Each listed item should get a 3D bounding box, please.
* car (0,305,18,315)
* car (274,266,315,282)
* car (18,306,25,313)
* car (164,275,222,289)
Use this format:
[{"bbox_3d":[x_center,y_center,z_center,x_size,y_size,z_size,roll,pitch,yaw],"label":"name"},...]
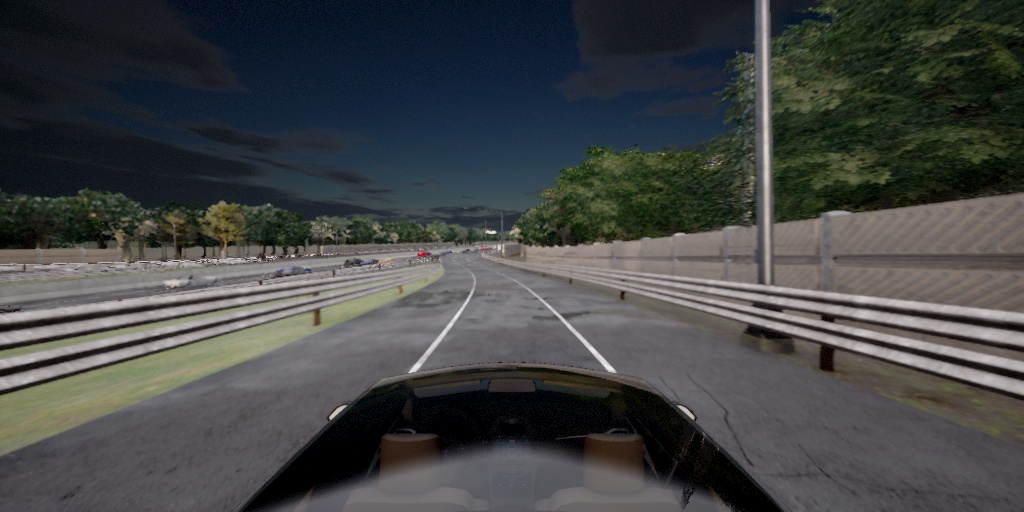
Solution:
[{"bbox_3d":[-29.941,3.586,18.456,1.895,1.301,4.718,0,3,9],"label":"car"},{"bbox_3d":[-25.994,2.235,43.069,1.882,1.535,5.008,0,3,9],"label":"car"},{"bbox_3d":[-33.086,3.441,20.952,2.033,1.411,5.357,0,3,9],"label":"car"},{"bbox_3d":[-33.850,2.662,38.289,1.895,1.301,4.718,0,3,9],"label":"car"}]
